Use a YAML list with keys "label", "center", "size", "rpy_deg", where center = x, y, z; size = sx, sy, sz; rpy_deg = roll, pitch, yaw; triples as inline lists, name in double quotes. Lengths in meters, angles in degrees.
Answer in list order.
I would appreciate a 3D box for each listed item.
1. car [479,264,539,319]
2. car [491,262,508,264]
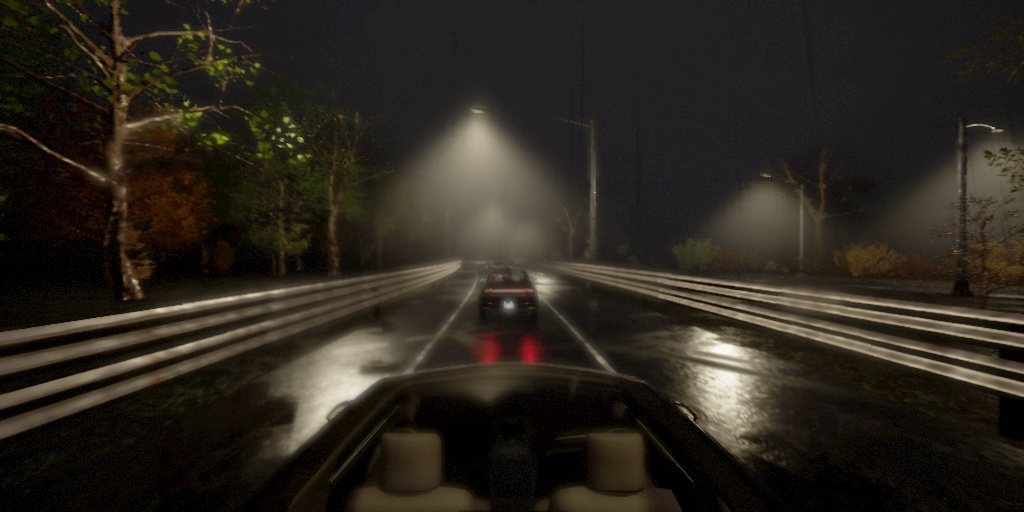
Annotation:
- label: "car"
  center: [-0.155, 1.220, 12.731]
  size: [2.128, 1.511, 4.902]
  rpy_deg: [0, 0, -2]
- label: "car"
  center: [-0.998, 1.196, 28.140]
  size: [1.837, 1.490, 4.892]
  rpy_deg: [0, 0, -4]
